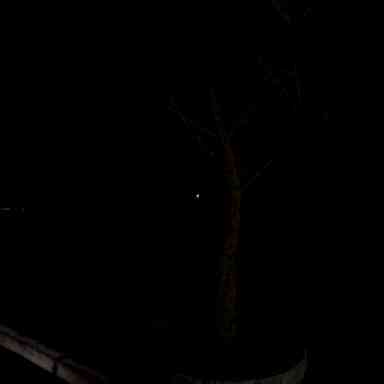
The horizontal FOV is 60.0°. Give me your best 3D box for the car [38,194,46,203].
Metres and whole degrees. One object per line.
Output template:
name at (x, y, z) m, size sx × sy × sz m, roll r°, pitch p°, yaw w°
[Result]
car at (-19.538, 1.052, 41.474) m, size 2.097 × 1.767 × 4.553 m, roll 1°, pitch 0°, yaw 32°
